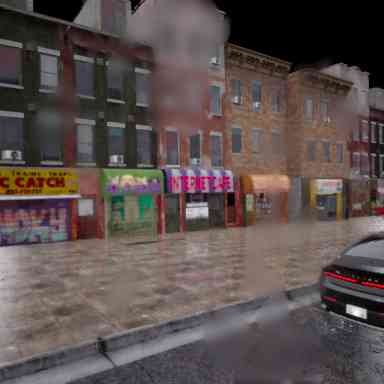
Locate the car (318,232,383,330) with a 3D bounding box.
[{"bbox_3d":[4.376,1.502,6.279,4.892,1.490,1.837,0,0,-35],"label":"car"}]
